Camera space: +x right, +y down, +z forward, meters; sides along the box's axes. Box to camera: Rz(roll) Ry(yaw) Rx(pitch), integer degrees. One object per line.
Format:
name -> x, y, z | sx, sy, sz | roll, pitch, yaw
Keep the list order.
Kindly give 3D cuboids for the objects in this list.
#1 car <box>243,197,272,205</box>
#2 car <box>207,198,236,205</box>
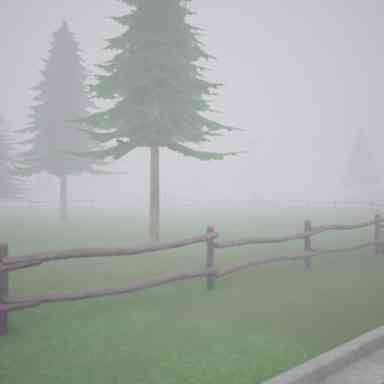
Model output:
car -> 11.082, 1.593, 56.715 | 5.008, 1.535, 1.882 | 0, 0, 30
car -> 4.986, 1.700, 56.046 | 4.718, 1.301, 1.895 | 0, 0, 18
